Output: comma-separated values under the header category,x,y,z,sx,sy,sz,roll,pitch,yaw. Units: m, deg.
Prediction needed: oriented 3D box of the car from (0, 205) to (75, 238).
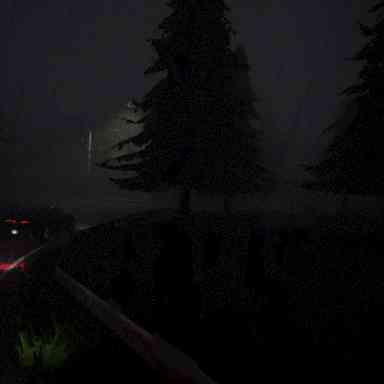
category,x,y,z,sx,sy,sz,roll,pitch,yaw
car,-7.400,1.409,16.491,1.837,1.490,4.892,4,1,2
